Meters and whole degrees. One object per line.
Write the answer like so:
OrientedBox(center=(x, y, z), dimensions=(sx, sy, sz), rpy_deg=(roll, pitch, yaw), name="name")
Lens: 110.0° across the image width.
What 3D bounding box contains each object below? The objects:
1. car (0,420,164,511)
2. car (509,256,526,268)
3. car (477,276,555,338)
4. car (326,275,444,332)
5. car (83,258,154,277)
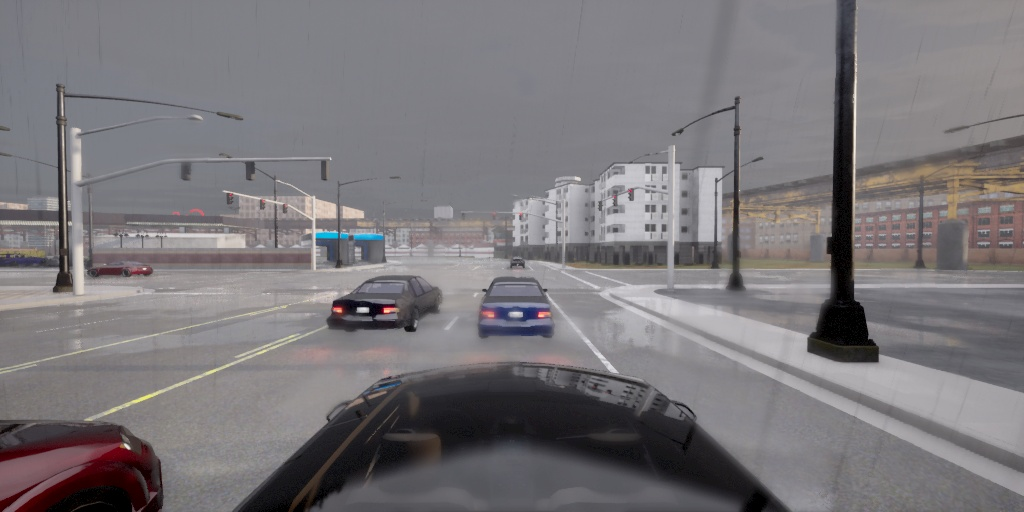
OrientedBox(center=(-3.394, 1.314, 0.711), dimensions=(1.994, 1.385, 4.181), rpy_deg=(0, 0, -1), name="car")
OrientedBox(center=(0.695, 0.771, 46.172), dimensions=(1.837, 1.490, 4.892), rpy_deg=(0, 1, 0), name="car")
OrientedBox(center=(0.088, 1.280, 10.107), dimensions=(2.033, 1.411, 5.357), rpy_deg=(0, 0, 0), name="car")
OrientedBox(center=(-3.408, 1.274, 10.708), dimensions=(2.033, 1.411, 5.357), rpy_deg=(0, 0, 0), name="car")
OrientedBox(center=(-33.766, 1.084, 30.947), dimensions=(4.181, 1.385, 1.994), rpy_deg=(0, 1, -1), name="car")
